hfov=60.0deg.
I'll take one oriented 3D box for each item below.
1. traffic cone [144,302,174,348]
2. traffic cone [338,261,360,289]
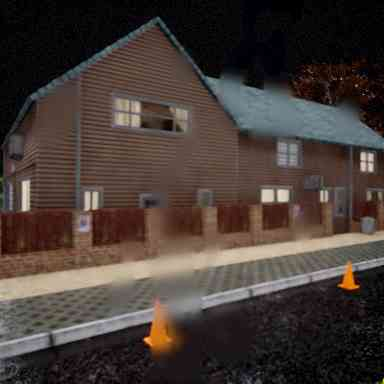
[{"bbox_3d":[-0.502,1.947,4.997,0.340,0.580,0.340,0,0,-35],"label":"traffic cone"},{"bbox_3d":[3.687,1.929,7.818,0.340,0.580,0.340,0,0,-33],"label":"traffic cone"}]
